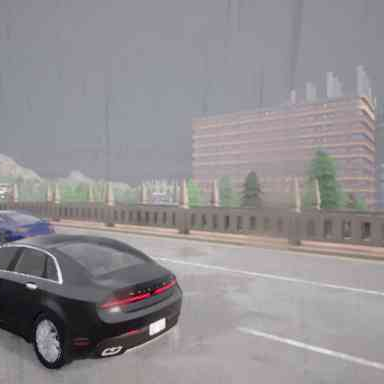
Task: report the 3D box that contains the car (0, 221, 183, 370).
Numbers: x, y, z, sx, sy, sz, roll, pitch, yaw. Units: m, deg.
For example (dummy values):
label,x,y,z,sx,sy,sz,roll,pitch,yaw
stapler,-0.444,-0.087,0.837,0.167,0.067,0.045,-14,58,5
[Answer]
label,x,y,z,sx,sy,sz,roll,pitch,yaw
car,-2.421,1.489,5.721,4.892,1.490,1.837,0,0,35

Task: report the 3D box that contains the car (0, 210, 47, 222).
label,x,y,z,sx,sy,sz,roll,pitch,yaw
car,-7.482,1.484,13.628,4.674,1.442,1.812,0,0,36
